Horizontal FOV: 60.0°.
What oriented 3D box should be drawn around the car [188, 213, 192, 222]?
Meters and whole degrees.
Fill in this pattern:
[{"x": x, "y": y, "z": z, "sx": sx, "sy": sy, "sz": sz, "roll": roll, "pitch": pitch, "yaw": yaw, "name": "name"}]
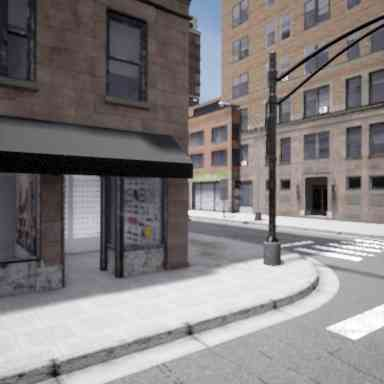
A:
[{"x": -2.226, "y": 1.418, "z": 22.591, "sx": 2.033, "sy": 1.411, "sz": 5.357, "roll": 0, "pitch": 0, "yaw": -36, "name": "car"}]
